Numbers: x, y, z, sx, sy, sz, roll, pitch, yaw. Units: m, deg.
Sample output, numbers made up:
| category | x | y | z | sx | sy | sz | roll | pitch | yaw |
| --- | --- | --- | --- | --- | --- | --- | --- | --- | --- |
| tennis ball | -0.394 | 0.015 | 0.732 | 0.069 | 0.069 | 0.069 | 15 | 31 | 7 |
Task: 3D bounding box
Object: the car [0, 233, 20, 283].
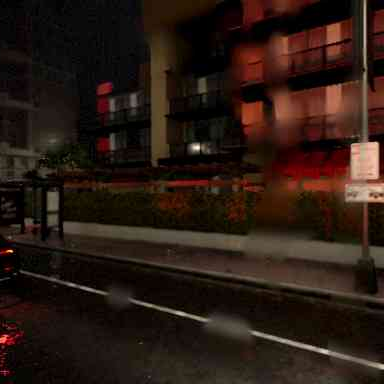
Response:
| category | x | y | z | sx | sy | sz | roll | pitch | yaw |
| --- | --- | --- | --- | --- | --- | --- | --- | --- | --- |
| car | -6.279 | 1.529 | 8.473 | 4.892 | 1.490 | 1.837 | 0 | 0 | 35 |
